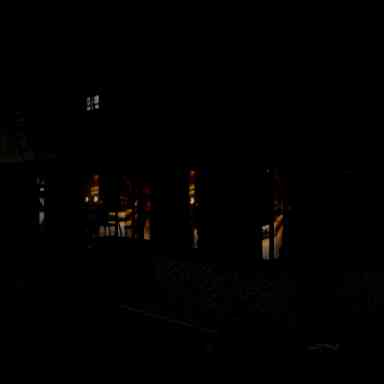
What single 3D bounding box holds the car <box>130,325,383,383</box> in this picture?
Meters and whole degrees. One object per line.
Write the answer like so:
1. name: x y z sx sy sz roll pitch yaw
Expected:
1. car: 1.428 1.551 1.855 4.403 1.369 2.008 0 0 36
